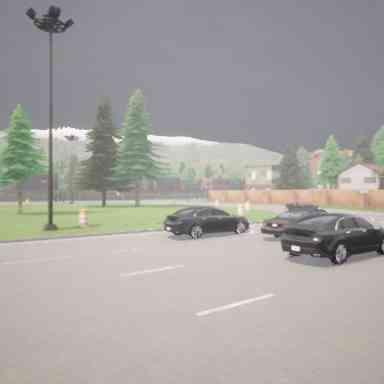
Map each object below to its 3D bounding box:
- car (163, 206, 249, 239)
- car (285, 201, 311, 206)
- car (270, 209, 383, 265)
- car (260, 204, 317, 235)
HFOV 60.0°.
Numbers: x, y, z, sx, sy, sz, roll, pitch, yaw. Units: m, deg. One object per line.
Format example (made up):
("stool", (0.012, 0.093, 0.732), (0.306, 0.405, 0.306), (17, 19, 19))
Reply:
("car", (0.848, 1.506, 17.315), (4.892, 1.490, 1.837), (0, 0, -35))
("car", (11.469, 1.604, 35.413), (1.895, 1.301, 4.718), (0, 0, -4))
("car", (5.190, 1.506, 11.750), (4.892, 1.490, 1.837), (0, 0, -36))
("car", (5.765, 1.549, 16.459), (5.357, 1.411, 2.033), (0, 0, -35))
